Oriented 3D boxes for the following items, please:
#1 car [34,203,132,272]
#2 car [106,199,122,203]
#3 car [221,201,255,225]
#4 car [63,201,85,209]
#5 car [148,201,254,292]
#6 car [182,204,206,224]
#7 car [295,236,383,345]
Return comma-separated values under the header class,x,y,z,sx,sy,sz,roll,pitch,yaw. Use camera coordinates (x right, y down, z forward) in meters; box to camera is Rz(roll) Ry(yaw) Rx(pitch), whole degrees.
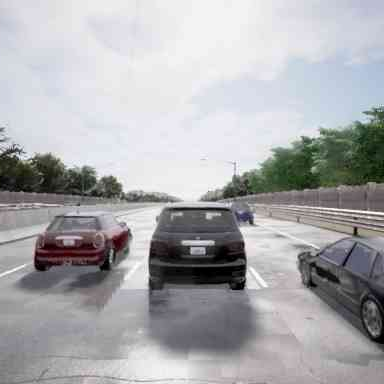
class,x,y,z,sx,sy,sz,roll,pitch,yaw
car,-3.368,1.410,11.156,2.097,1.767,4.553,0,-1,-1
car,-13.841,2.222,59.059,2.150,2.045,5.566,0,-2,0
car,3.673,1.658,27.293,2.097,1.767,4.553,0,-1,0
car,-20.841,2.283,59.107,2.033,1.411,5.357,0,-2,0
car,0.124,1.264,9.203,2.150,2.045,5.566,0,0,0
car,0.178,1.814,28.686,1.882,1.535,5.008,0,-1,0
car,3.612,1.570,6.325,2.033,1.411,5.357,0,0,1
